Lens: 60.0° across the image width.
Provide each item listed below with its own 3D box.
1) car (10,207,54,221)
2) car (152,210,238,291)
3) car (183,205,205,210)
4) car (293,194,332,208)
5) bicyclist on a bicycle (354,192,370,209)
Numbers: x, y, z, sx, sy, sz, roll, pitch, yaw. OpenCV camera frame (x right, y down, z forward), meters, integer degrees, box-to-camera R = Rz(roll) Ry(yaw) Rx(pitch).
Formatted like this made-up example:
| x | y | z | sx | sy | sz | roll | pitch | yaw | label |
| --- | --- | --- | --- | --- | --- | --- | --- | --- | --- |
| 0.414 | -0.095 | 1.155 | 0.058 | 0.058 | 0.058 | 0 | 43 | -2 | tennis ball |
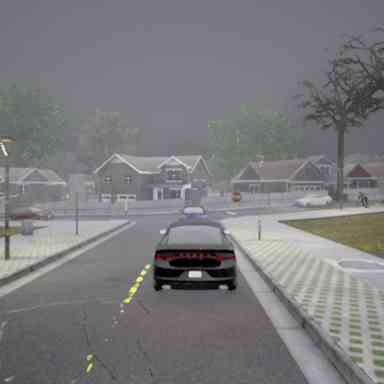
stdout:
| x | y | z | sx | sy | sz | roll | pitch | yaw | label |
| --- | --- | --- | --- | --- | --- | --- | --- | --- | --- |
| -16.181 | 2.215 | 33.539 | 4.674 | 1.442 | 1.812 | -2 | 0 | 22 | car |
| 0.086 | 1.500 | 9.150 | 1.882 | 1.535 | 5.008 | 0 | 0 | 1 | car |
| 0.101 | 1.577 | 21.527 | 1.812 | 1.442 | 4.674 | 0 | 0 | 0 | car |
| 13.471 | 0.933 | 36.961 | 4.674 | 1.442 | 1.812 | -3 | 2 | -25 | car |
| 16.223 | 0.781 | 31.763 | 0.582 | 1.620 | 1.656 | -2 | 1 | -25 | bicyclist on a bicycle |
